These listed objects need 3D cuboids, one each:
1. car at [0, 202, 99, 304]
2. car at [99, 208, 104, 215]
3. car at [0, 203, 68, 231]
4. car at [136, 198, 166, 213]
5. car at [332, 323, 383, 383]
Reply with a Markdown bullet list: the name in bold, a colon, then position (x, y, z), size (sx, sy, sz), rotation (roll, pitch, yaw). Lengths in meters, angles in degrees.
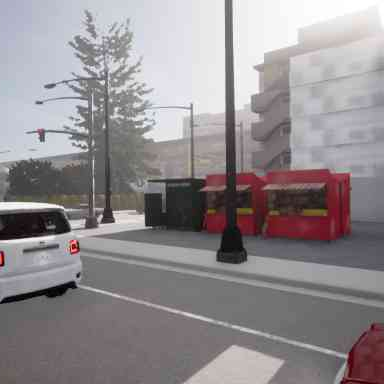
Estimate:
- **car**: position (-4.784, 1.234, 7.361), size (5.566, 2.045, 2.150), rotation (0, 0, 36)
- **car**: position (-10.122, 1.732, 29.407), size (1.895, 1.301, 4.718), rotation (-1, -1, 36)
- **car**: position (-11.089, 1.577, 22.058), size (2.128, 1.511, 4.902), rotation (-1, 0, 38)
- **car**: position (-4.161, 1.482, 37.621), size (2.097, 1.767, 4.553), rotation (-1, -1, 36)
- **car**: position (3.232, 1.601, 1.679), size (4.718, 1.301, 1.895), rotation (0, 0, 35)
